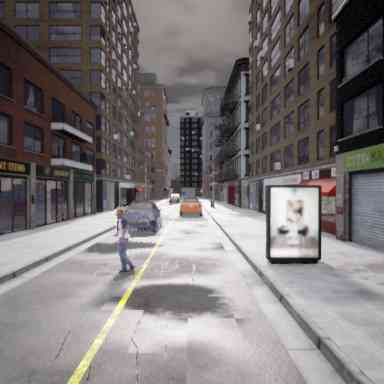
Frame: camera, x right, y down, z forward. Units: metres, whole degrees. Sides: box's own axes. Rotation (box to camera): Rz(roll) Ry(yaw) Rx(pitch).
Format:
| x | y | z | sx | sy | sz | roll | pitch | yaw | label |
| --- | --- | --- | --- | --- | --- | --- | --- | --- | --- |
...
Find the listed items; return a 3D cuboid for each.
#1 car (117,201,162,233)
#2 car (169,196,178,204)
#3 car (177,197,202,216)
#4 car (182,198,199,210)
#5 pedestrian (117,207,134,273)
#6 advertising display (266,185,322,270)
| x | y | z | sx | sy | sz | roll | pitch | yaw | label |
| --- | --- | --- | --- | --- | --- | --- | --- | --- | --- |
| -2.962 | 1.341 | 19.610 | 2.097 | 1.767 | 4.553 | 0 | 0 | 0 | car |
| -3.163 | 1.453 | 60.351 | 1.812 | 1.442 | 4.674 | 0 | 0 | 0 | car |
| -0.100 | 1.324 | 32.803 | 2.097 | 1.767 | 4.553 | 0 | 0 | 0 | car |
| -0.181 | 1.502 | 43.866 | 2.033 | 1.411 | 5.357 | 0 | 0 | 0 | car |
| -1.886 | 1.292 | 9.216 | 0.375 | 1.860 | 0.375 | 0 | 0 | -13 | pedestrian |
| 2.960 | 1.022 | 9.720 | 1.540 | 2.440 | 0.280 | 0 | 0 | 0 | advertising display |
